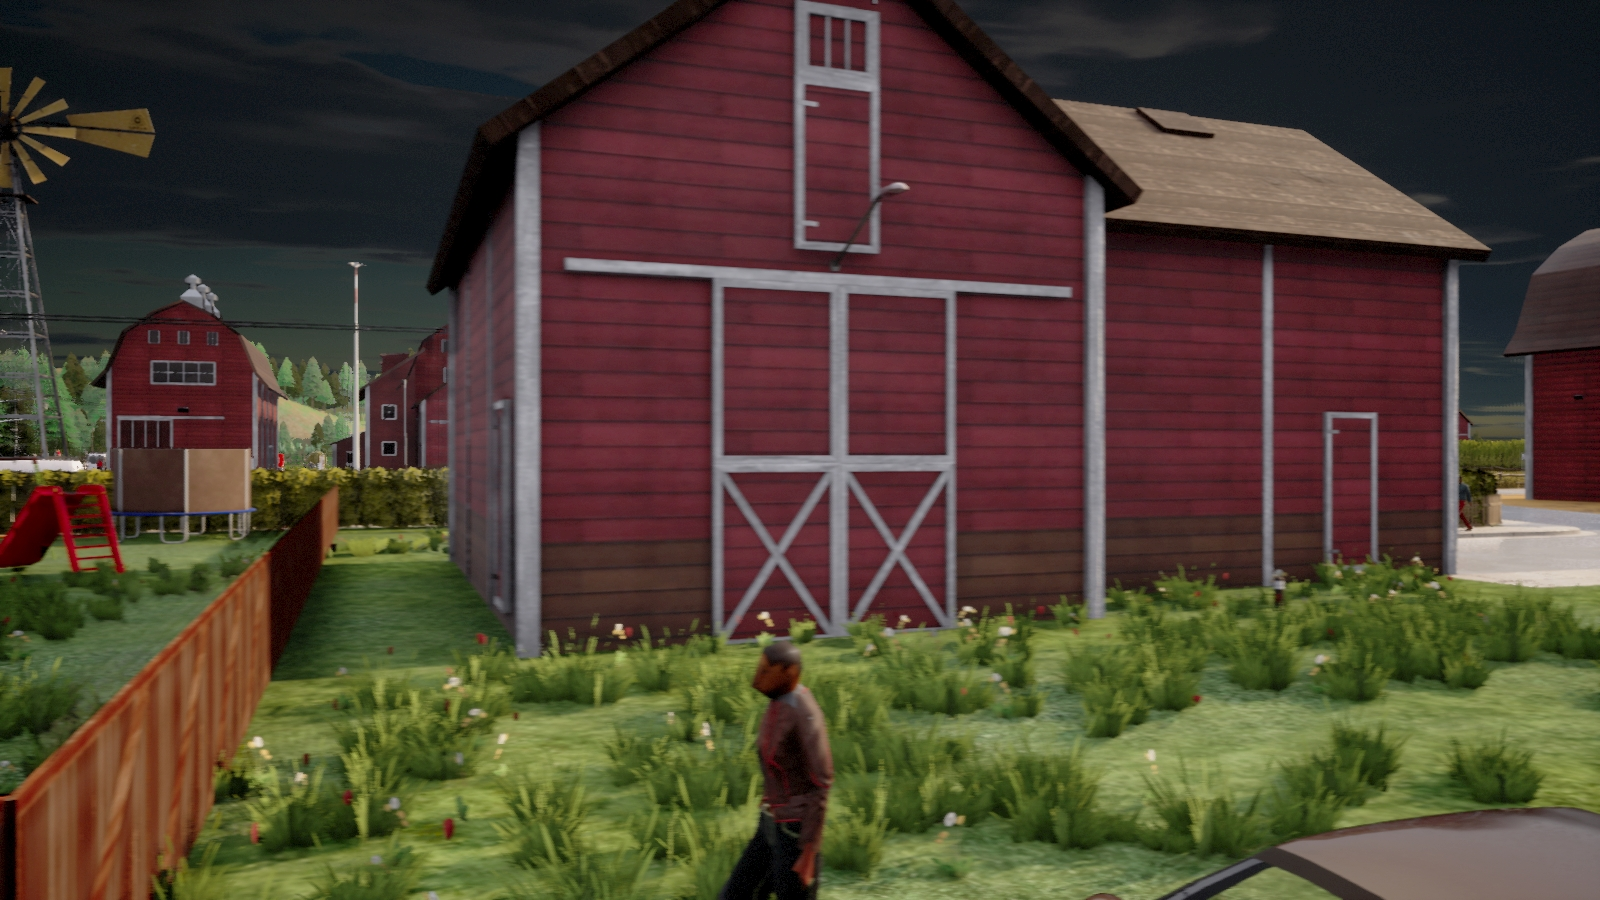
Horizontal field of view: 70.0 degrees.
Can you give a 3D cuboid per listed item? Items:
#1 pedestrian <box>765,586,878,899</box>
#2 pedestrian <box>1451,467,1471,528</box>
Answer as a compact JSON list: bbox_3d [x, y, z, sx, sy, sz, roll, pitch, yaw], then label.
[{"bbox_3d":[0.088,1.555,5.013,0.375,1.860,0.375,0,0,-23],"label":"pedestrian"},{"bbox_3d":[20.571,1.465,35.543,0.375,1.860,0.375,0,0,-22],"label":"pedestrian"}]
